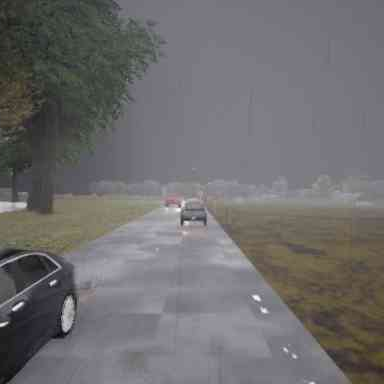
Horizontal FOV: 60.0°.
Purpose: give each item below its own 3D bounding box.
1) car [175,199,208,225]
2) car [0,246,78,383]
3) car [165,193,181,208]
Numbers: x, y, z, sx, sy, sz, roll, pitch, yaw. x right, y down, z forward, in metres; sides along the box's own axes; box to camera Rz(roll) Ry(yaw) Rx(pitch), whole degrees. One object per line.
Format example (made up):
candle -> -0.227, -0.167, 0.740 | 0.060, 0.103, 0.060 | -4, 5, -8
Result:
car -> 0.106, 1.509, 24.211 | 2.128, 1.511, 4.902 | 0, 0, 0
car -> -2.847, 1.512, 3.840 | 1.837, 1.490, 4.892 | 0, -1, 0
car -> -2.765, 1.190, 48.978 | 2.150, 2.045, 5.566 | 0, 0, 1
